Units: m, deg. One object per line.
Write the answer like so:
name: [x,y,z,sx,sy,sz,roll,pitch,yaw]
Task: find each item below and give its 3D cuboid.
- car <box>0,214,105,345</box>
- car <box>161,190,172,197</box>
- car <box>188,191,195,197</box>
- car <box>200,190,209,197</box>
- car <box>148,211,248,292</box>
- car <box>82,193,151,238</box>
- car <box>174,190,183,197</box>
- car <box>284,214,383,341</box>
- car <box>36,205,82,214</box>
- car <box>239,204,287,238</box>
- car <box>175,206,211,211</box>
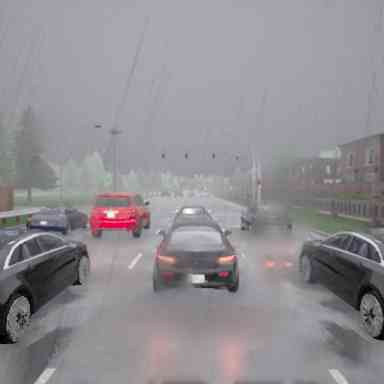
car: [-3.416,1.431,6.233,2.128,1.511,4.902,0,1,0]
car: [-7.125,0.353,90.042,2.150,2.045,5.566,0,1,0]
car: [-0.125,0.668,90.025,2.033,1.411,5.357,0,1,0]
car: [3.375,0.353,90.057,2.150,2.045,5.566,0,1,0]
car: [0.084,1.442,8.554,1.812,1.442,4.674,0,1,0]
car: [-3.436,1.060,16.777,2.150,2.045,5.566,0,1,0]
car: [-3.625,0.353,90.047,2.150,2.045,5.566,0,1,0]
car: [3.584,1.428,6.372,2.128,1.511,4.902,0,0,0]
car: [-6.937,1.395,17.553,1.994,1.385,4.181,0,1,0]
car: [3.560,1.345,16.511,1.837,1.490,4.892,0,1,0]
car: [0.061,1.397,17.301,1.994,1.385,4.181,0,1,0]
